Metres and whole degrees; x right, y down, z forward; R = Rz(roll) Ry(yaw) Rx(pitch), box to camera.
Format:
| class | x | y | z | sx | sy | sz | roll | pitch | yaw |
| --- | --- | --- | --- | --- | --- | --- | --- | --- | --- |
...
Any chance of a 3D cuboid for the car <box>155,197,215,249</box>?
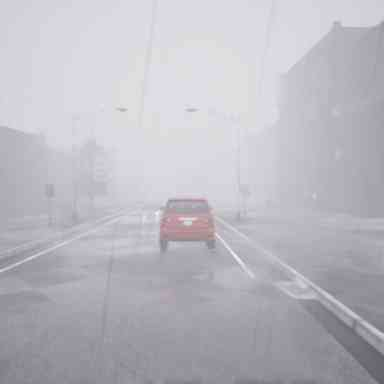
| class | x | y | z | sx | sy | sz | roll | pitch | yaw |
| --- | --- | --- | --- | --- | --- | --- | --- | --- | --- |
| car | -0.240 | 1.213 | 14.658 | 2.150 | 2.045 | 5.566 | 0 | 0 | -2 |

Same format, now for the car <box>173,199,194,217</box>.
| class | x | y | z | sx | sy | sz | roll | pitch | yaw |
| --- | --- | --- | --- | --- | --- | --- | --- | --- | --- |
| car | -0.848 | 1.462 | 32.633 | 1.882 | 1.535 | 5.008 | 0 | 0 | -2 |

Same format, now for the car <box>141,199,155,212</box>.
| class | x | y | z | sx | sy | sz | roll | pitch | yaw |
| --- | --- | --- | --- | --- | --- | --- | --- | --- | --- |
| car | -4.768 | 1.510 | 39.325 | 1.812 | 1.442 | 4.674 | 0 | 0 | -2 |
